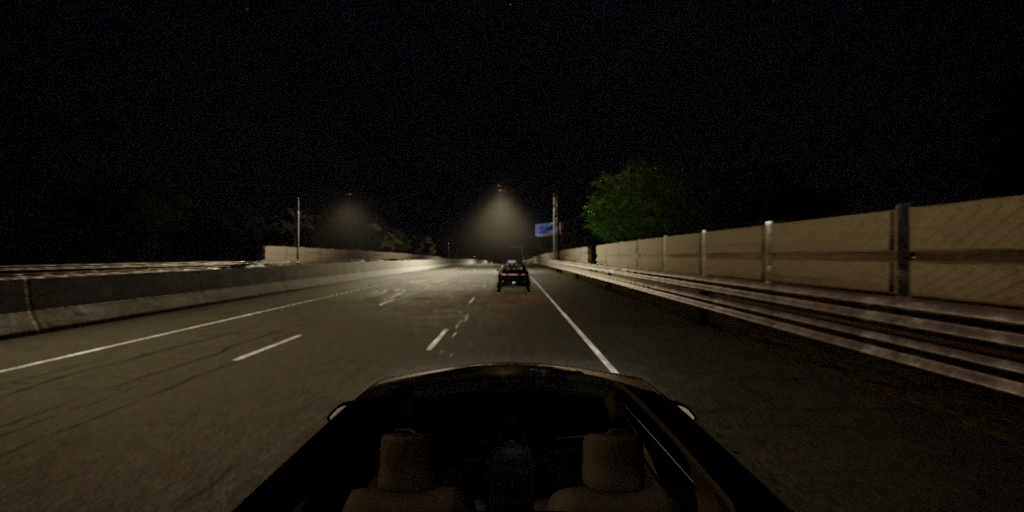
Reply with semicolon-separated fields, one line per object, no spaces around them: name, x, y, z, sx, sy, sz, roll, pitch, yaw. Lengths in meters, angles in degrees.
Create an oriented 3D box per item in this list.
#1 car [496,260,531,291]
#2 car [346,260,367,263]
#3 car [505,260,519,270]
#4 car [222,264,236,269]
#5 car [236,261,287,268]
car;0.089;1.170;20.997;2.128;1.511;4.902;0;0;0
car;-17.588;1.167;40.337;2.128;1.511;4.902;0;0;0
car;0.015;1.262;52.612;2.033;1.411;5.357;0;0;1
car;-24.581;1.215;33.529;2.033;1.411;5.357;0;0;0
car;-21.097;1.267;31.235;1.895;1.301;4.718;0;0;0
